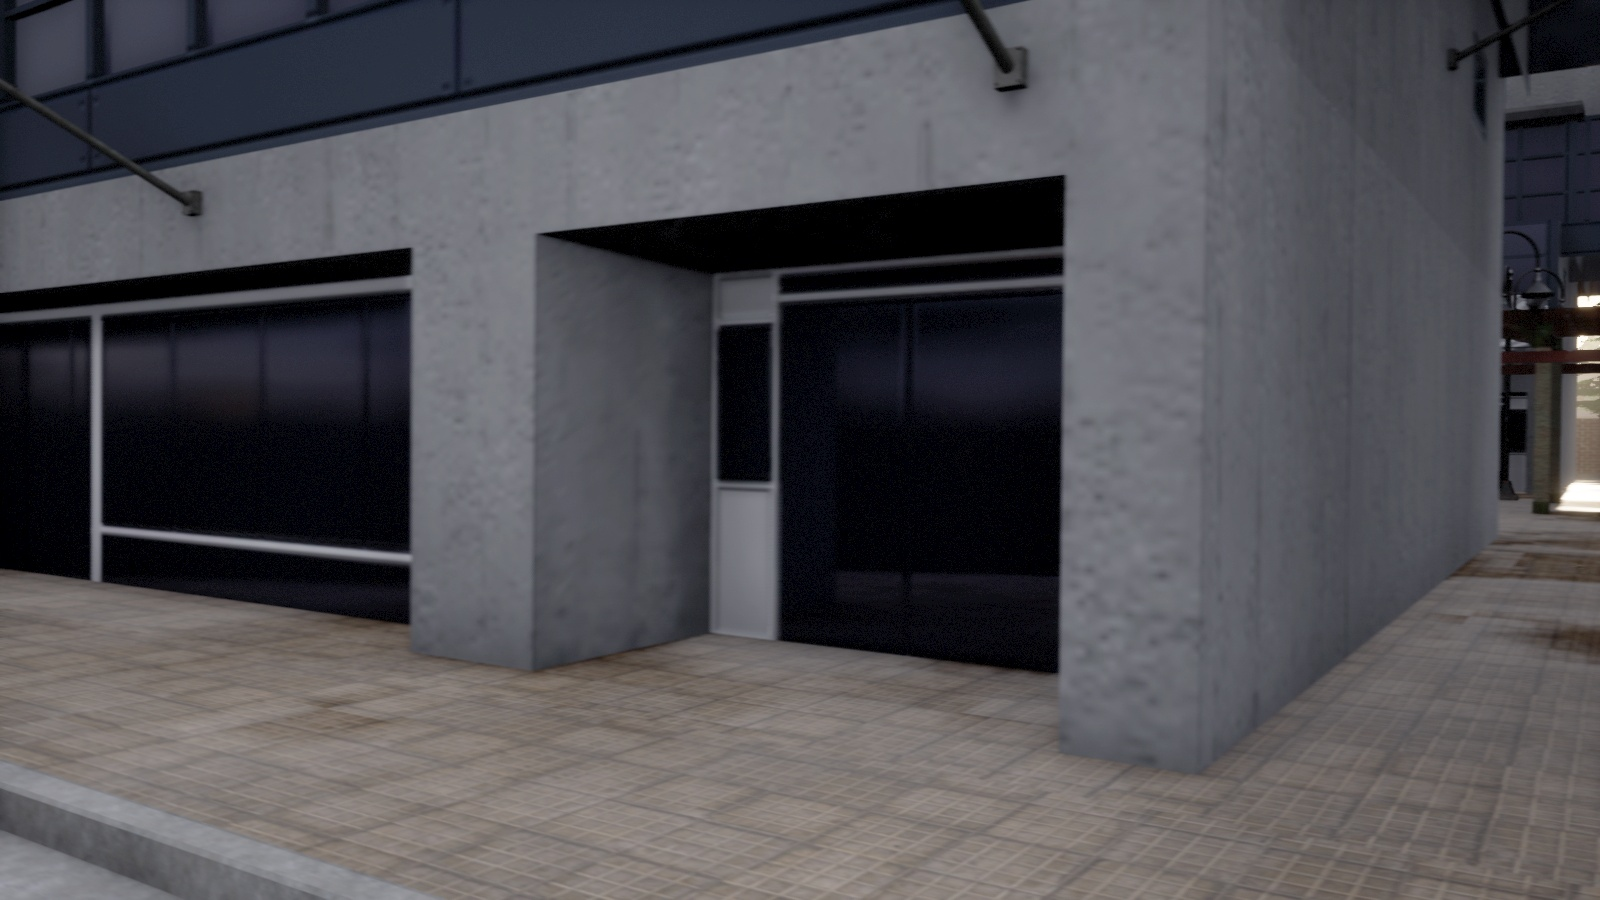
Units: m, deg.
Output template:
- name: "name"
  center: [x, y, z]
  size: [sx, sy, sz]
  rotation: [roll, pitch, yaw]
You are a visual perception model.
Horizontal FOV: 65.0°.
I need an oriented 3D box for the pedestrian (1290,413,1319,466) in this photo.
- name: "pedestrian"
  center: [18.169, -0.390, 45.220]
  size: [0.849, 1.883, 0.563]
  rotation: [0, 1, 33]
